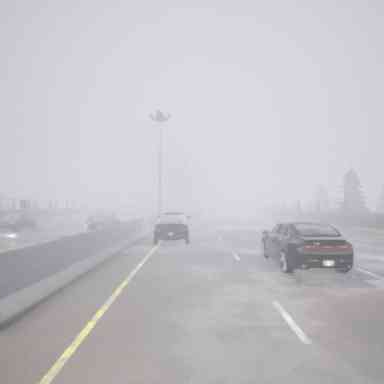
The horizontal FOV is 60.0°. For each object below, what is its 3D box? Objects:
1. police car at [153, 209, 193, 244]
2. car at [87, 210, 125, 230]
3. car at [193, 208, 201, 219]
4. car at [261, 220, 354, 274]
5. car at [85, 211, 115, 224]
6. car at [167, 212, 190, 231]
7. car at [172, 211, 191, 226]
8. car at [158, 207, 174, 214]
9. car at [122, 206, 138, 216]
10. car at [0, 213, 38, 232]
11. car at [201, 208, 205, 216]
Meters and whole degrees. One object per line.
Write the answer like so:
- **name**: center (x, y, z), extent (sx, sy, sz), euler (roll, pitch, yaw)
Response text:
- **police car**: center (-1.049, 1.966, 19.009), extent (1.930, 1.638, 5.238), euler (0, -2, 0)
- **car**: center (-7.095, 2.415, 27.311), extent (1.812, 1.442, 4.674), euler (0, -3, 0)
- **car**: center (0.021, 3.547, 52.433), extent (1.895, 1.301, 4.718), euler (0, -2, 2)
- **car**: center (3.601, 1.715, 11.175), extent (1.837, 1.490, 4.892), euler (0, -2, 0)
- **car**: center (-10.592, 2.924, 38.864), extent (2.033, 1.411, 5.357), euler (0, -2, 0)
- **car**: center (-1.048, 2.482, 28.886), extent (1.812, 1.442, 4.674), euler (0, -2, 0)
- **car**: center (-1.048, 2.734, 34.881), extent (1.812, 1.442, 4.674), euler (0, -2, 0)
- **car**: center (-6.193, 4.462, 80.133), extent (2.128, 1.511, 4.902), euler (-1, -3, 16)
- **car**: center (-12.656, 3.812, 67.363), extent (2.150, 2.045, 5.566), euler (0, -2, 8)
- **car**: center (-14.096, 2.391, 26.721), extent (1.812, 1.442, 4.674), euler (0, -3, 0)
- **car**: center (1.362, 3.895, 66.631), extent (2.097, 1.767, 4.553), euler (-1, -2, 11)
